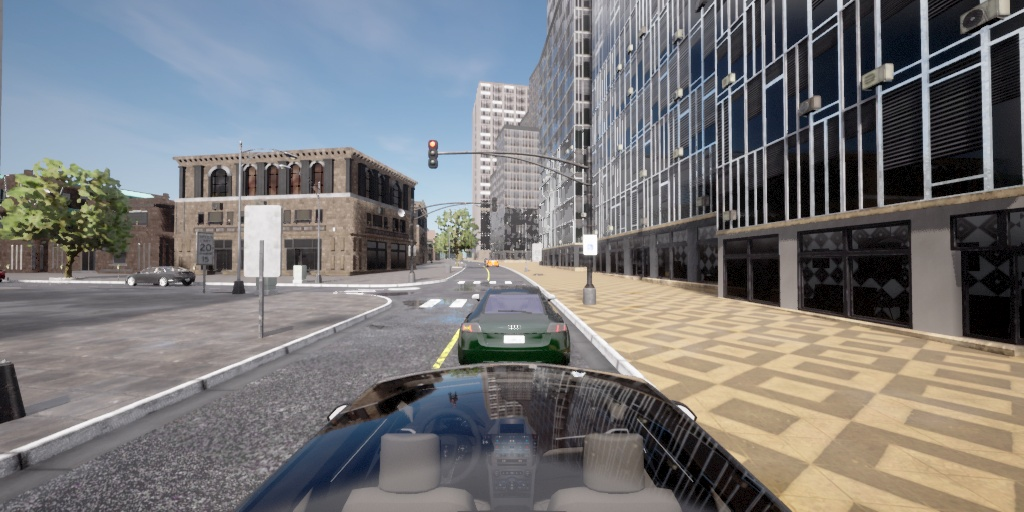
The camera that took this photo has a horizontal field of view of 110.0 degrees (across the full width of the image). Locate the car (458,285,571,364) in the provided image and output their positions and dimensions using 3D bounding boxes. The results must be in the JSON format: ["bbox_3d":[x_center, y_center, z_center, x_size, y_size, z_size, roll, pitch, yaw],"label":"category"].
[{"bbox_3d":[0.039,1.315,7.799,1.994,1.385,4.181,0,0,0],"label":"car"}]

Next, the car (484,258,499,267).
[{"bbox_3d":[-3.560,1.096,64.696,2.097,1.767,4.553,0,0,-7],"label":"car"}]

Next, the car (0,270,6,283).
[{"bbox_3d":[-41.453,1.380,27.466,4.507,1.381,1.888,0,0,9],"label":"car"}]

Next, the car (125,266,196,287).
[{"bbox_3d":[-24.214,1.379,24.710,4.403,1.370,2.007,0,0,9],"label":"car"}]
